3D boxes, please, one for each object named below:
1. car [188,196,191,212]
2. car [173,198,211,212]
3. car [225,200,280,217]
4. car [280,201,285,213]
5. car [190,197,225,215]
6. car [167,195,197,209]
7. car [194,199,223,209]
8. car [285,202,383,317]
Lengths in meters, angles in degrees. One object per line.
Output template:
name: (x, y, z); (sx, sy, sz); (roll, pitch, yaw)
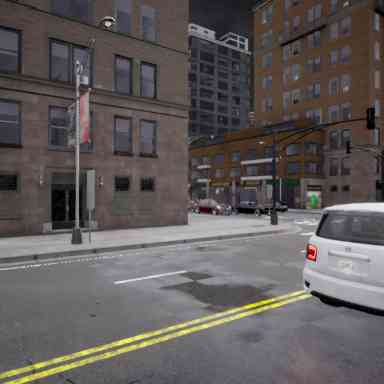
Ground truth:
car: (-1.097, 1.421, 36.809); (1.967, 1.590, 4.097); (0, 0, -35)
car: (-0.062, 1.481, 39.739); (2.128, 1.511, 4.902); (0, 0, -35)
car: (5.677, 1.594, 31.627); (1.895, 1.301, 4.718); (0, 0, -35)
car: (8.637, 1.580, 36.945); (1.947, 1.339, 4.313); (0, 0, -35)
car: (2.086, 1.422, 32.311); (1.967, 1.590, 4.097); (0, 0, -35)
car: (-1.482, 1.353, 46.848); (2.097, 1.767, 4.553); (0, 0, -35)
car: (2.270, 1.593, 45.943); (1.802, 1.307, 4.206); (0, 0, -35)
car: (4.603, 1.223, 6.732); (5.566, 2.045, 2.150); (0, 0, -36)
